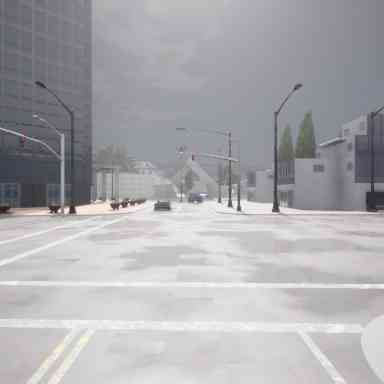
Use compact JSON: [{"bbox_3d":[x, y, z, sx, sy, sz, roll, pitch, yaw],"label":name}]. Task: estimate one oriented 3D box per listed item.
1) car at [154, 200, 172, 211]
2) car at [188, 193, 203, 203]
[{"bbox_3d":[-3.620,1.601,41.672,1.895,1.301,4.718,0,0,0],"label":"car"},{"bbox_3d":[0.708,1.221,67.382,2.150,2.045,5.566,0,0,12],"label":"car"}]
